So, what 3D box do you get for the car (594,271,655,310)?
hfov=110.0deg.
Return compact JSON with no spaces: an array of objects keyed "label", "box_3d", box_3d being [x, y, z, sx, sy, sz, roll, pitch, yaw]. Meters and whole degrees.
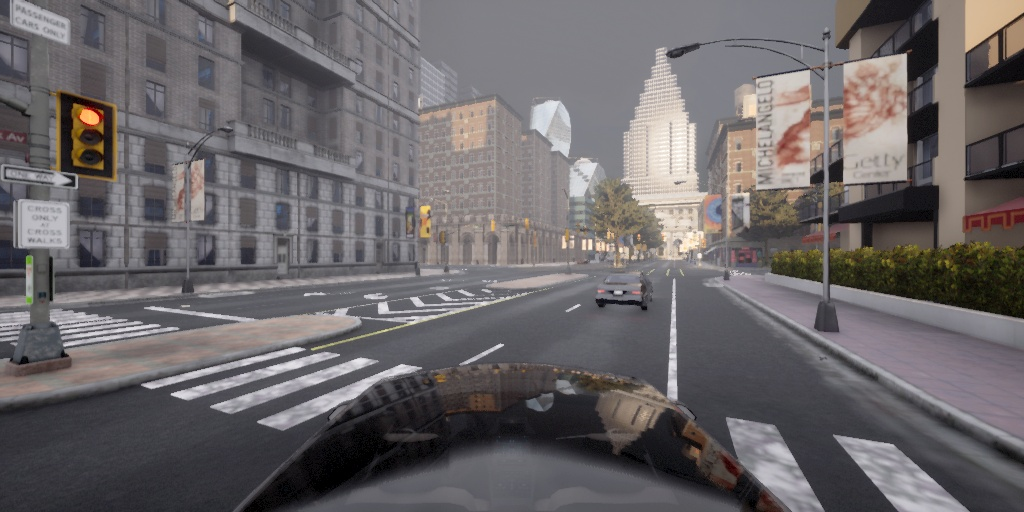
[{"label":"car","box_3d":[4.715,1.311,14.702,2.033,1.411,5.357,0,0,24]}]
